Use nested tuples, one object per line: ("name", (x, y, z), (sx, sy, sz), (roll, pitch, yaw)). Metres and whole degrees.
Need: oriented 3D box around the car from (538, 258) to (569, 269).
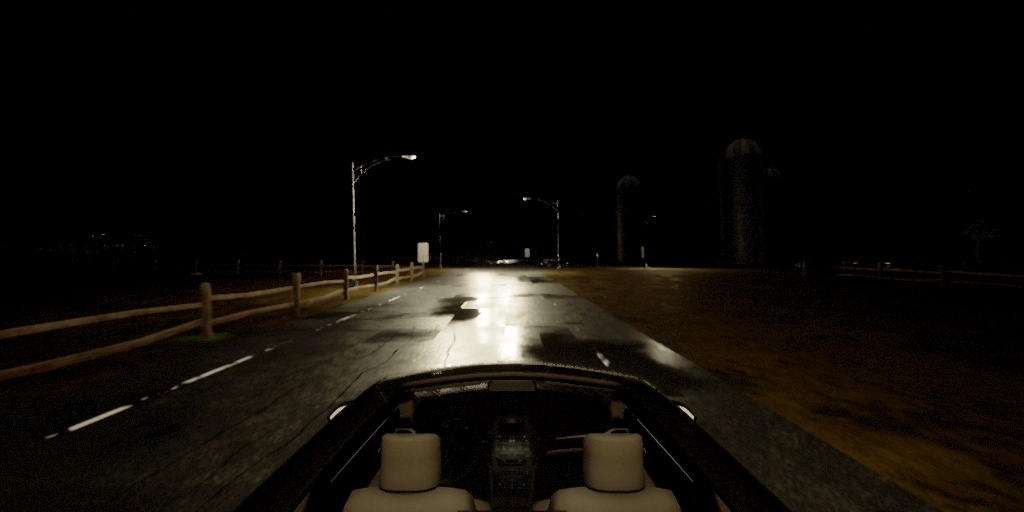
("car", (5.430, 0.972, 46.594), (4.181, 1.385, 1.994), (1, -1, -34))
